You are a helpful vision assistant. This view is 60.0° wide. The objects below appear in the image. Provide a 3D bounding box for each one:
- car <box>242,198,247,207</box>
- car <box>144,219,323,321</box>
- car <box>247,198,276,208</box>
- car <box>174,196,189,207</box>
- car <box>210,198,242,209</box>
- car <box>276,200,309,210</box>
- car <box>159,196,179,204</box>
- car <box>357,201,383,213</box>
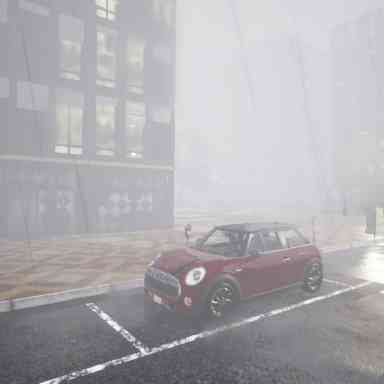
[{"bbox_3d":[7.921,1.726,56.152,1.967,1.590,4.097,1,-1,-35],"label":"car"},{"bbox_3d":[0.990,1.442,7.261,4.097,1.590,1.967,0,1,-36],"label":"car"},{"bbox_3d":[11.203,1.800,51.527,1.887,1.381,4.507,1,-1,-35],"label":"car"},{"bbox_3d":[-2.198,1.733,55.931,1.887,1.381,4.507,1,-1,-35],"label":"car"},{"bbox_3d":[4.365,1.678,46.682,2.008,1.369,4.403,1,-1,-35],"label":"car"},{"bbox_3d":[14.484,1.806,46.901,1.802,1.307,4.206,1,-1,-35],"label":"car"},{"bbox_3d":[-5.205,1.724,74.652,2.192,1.841,5.009,1,-1,-35],"label":"car"},{"bbox_3d":[21.047,1.730,37.653,1.947,1.339,4.313,1,-1,-35],"label":"car"}]
